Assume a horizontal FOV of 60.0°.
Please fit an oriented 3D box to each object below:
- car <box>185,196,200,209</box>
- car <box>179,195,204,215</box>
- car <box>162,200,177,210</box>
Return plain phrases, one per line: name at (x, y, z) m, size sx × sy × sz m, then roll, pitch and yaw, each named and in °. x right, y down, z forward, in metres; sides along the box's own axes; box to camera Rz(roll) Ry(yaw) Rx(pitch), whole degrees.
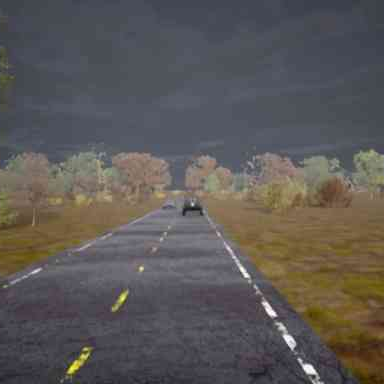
car at (0.069, 1.572, 51.036) m, size 2.097 × 1.767 × 4.553 m, roll 0°, pitch 0°, yaw 0°
car at (0.078, 1.382, 35.894) m, size 2.150 × 2.045 × 5.566 m, roll 0°, pitch 0°, yaw 0°
car at (-3.099, 1.770, 46.956) m, size 1.994 × 1.385 × 4.181 m, roll 0°, pitch 0°, yaw 0°
